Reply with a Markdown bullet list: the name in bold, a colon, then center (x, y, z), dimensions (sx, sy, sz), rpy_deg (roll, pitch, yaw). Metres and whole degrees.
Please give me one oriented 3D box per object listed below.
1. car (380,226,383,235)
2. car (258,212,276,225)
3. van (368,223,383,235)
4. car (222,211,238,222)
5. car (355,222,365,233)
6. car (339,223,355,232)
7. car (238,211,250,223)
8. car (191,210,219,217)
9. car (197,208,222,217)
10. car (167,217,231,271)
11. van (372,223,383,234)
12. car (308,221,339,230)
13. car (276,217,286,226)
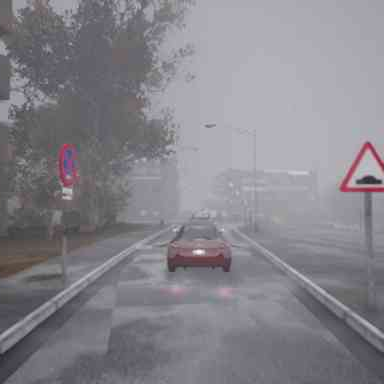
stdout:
- **car**: center (37.484, 7.264, 60.747), dimensions (2.231, 1.521, 4.892), rpy_deg (7, -5, -29)
- **car**: center (10.826, 4.329, 56.238), dimensions (2.435, 2.045, 5.566), rpy_deg (8, -5, -30)
- **van**: center (34.598, 6.739, 60.184), dimensions (1.878, 1.987, 4.442), rpy_deg (8, -5, -29)
- **car**: center (4.856, 3.891, 55.187), dimensions (2.185, 1.767, 4.553), rpy_deg (5, -5, -31)
- **car**: center (28.482, 6.371, 59.447), dimensions (1.946, 1.575, 5.366), rpy_deg (7, -5, -29)
- **car**: center (25.601, 6.112, 58.796), dimensions (2.002, 1.452, 4.674), rpy_deg (8, -5, -29)
- **car**: center (7.828, 4.151, 55.682), dimensions (2.185, 1.767, 4.553), rpy_deg (7, -5, -30)
- **car**: center (0.761, 2.320, 25.314), dimensions (2.128, 1.511, 4.902), rpy_deg (0, -3, 3)
- **car**: center (1.976, 3.588, 54.603), dimensions (2.435, 2.045, 5.566), rpy_deg (2, -4, -30)
- **car**: center (0.248, 1.767, 11.604), dimensions (1.994, 1.385, 4.181), rpy_deg (0, -2, 1)
- **van**: center (31.624, 6.441, 59.692), dimensions (1.878, 1.987, 4.442), rpy_deg (8, -5, -29)
- **car**: center (22.630, 5.813, 58.288), dimensions (2.002, 1.452, 4.674), rpy_deg (7, -5, -29)
- **car**: center (13.659, 4.880, 56.927), dimensions (1.946, 1.575, 5.366), rpy_deg (7, -5, -30)
